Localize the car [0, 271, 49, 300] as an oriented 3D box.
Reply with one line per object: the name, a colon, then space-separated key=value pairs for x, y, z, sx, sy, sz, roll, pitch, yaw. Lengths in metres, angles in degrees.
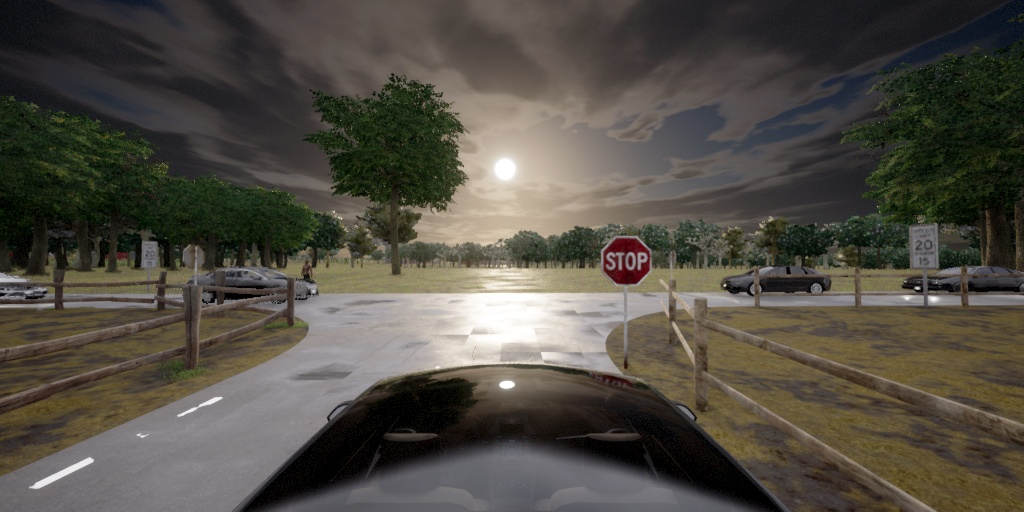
car: x=-22.677 y=1.258 z=15.105 sx=4.674 sy=1.442 sz=1.812 roll=0 pitch=-1 yaw=0

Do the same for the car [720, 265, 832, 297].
car: x=13.125 y=1.223 z=18.014 sx=4.892 sy=1.490 sz=1.837 roll=0 pitch=-1 yaw=1

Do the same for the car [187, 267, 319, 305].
car: x=-10.801 y=1.225 z=15.108 sx=4.902 sy=1.511 sz=2.128 roll=0 pitch=-1 yaw=0

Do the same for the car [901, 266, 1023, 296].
car: x=22.955 y=1.216 z=17.855 sx=5.357 sy=1.411 sz=2.033 roll=0 pitch=-1 yaw=2

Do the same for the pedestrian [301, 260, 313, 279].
pedestrian: x=-12.123 y=1.142 z=21.088 sx=0.375 sy=1.860 sz=0.375 roll=0 pitch=-1 yaw=0
